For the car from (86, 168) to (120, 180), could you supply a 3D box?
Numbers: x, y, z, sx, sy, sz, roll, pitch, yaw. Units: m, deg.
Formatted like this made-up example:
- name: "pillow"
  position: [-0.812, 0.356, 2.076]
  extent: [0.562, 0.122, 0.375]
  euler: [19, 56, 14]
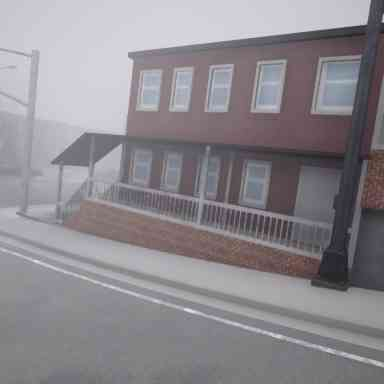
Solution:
- name: "car"
  position: [-10.851, -2.185, 41.635]
  extent: [1.837, 1.490, 4.892]
  euler: [10, 6, 35]

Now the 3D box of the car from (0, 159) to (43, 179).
- name: "car"
  position: [-17.444, -2.146, 32.500]
  extent: [2.033, 1.411, 5.357]
  euler: [11, 6, 37]

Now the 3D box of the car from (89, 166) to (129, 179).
- name: "car"
  position: [-11.531, -2.670, 46.619]
  extent: [2.033, 1.411, 5.357]
  euler: [11, 6, 35]
